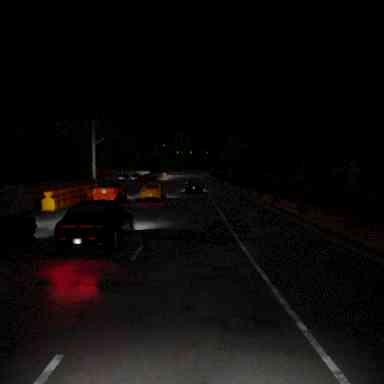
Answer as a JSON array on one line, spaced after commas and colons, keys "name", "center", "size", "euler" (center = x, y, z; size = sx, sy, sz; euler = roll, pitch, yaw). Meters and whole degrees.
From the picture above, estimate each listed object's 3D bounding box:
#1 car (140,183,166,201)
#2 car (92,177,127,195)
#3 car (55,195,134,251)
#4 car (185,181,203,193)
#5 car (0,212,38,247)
[{"name": "car", "center": [-3.337, -0.094, 29.214], "size": [1.882, 1.535, 5.008], "euler": [0, 4, 0]}, {"name": "car", "center": [-6.841, -0.135, 28.018], "size": [2.097, 1.767, 4.553], "euler": [0, 4, 0]}, {"name": "car", "center": [-3.395, 1.098, 12.286], "size": [1.837, 1.490, 4.892], "euler": [0, 3, 0]}, {"name": "car", "center": [0.217, -0.637, 38.129], "size": [1.994, 1.385, 4.181], "euler": [0, 4, 0]}, {"name": "car", "center": [-6.896, 1.277, 10.747], "size": [1.895, 1.301, 4.718], "euler": [0, 3, 0]}]
